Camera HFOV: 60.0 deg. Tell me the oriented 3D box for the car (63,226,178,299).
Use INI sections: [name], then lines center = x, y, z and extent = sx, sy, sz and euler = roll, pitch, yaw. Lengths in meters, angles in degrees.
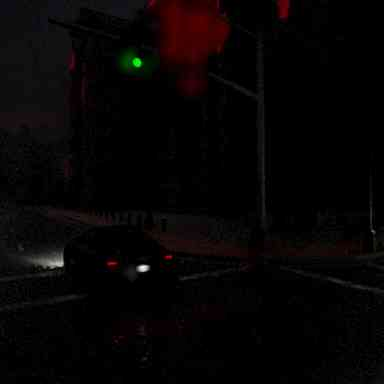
[car]
center = -2.044, 1.579, 8.715
extent = 1.994, 1.385, 4.181
euler = 0, 0, -31
